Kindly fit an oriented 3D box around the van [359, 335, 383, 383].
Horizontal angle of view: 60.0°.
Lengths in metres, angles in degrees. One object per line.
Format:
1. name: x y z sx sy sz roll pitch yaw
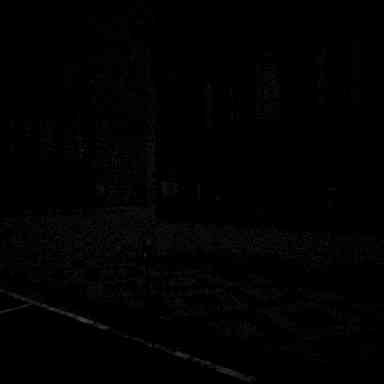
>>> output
1. van: 2.692 1.341 1.063 3.998 1.788 1.690 0 0 35
